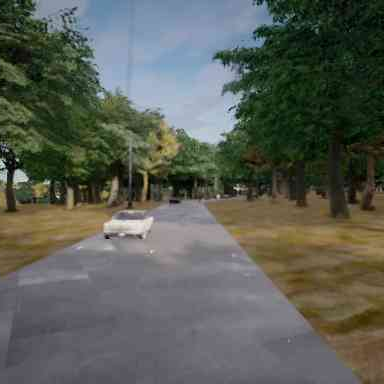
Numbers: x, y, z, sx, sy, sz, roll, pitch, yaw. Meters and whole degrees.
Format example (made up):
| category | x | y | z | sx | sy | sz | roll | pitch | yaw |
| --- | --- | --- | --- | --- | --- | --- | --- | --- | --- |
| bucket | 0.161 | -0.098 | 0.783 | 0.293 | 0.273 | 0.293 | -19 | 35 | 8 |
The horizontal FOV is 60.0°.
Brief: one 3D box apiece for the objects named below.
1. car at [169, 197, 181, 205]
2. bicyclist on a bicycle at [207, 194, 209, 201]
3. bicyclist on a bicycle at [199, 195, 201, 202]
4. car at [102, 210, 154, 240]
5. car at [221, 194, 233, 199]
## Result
| category | x | y | z | sx | sy | sz | roll | pitch | yaw |
| --- | --- | --- | --- | --- | --- | --- | --- | --- | --- |
| car | -3.030 | 1.525 | 59.021 | 1.895 | 1.301 | 4.718 | 0 | 0 | 1 |
| bicyclist on a bicycle | 3.696 | 1.310 | 77.441 | 0.582 | 1.620 | 1.656 | 0 | 0 | 19 |
| bicyclist on a bicycle | 1.676 | 1.342 | 69.026 | 0.582 | 1.620 | 1.656 | 0 | 0 | 11 |
| car | -3.107 | 1.593 | 16.985 | 1.895 | 1.301 | 4.718 | 0 | 0 | 0 |
| car | 9.743 | 1.277 | 92.520 | 1.994 | 1.385 | 4.181 | 0 | 1 | 33 |
